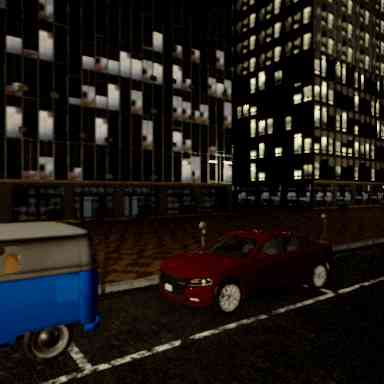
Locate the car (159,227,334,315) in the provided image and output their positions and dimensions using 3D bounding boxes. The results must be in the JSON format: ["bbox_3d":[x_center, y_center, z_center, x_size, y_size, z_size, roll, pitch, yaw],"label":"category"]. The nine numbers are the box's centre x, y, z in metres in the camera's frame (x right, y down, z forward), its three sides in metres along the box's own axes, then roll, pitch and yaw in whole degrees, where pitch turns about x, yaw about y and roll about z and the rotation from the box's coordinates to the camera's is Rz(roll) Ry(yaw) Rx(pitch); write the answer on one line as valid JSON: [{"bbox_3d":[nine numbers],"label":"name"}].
[{"bbox_3d":[1.392,1.543,7.553,4.507,1.381,1.887,0,0,-36],"label":"car"}]

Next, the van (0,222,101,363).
[{"bbox_3d":[-3.223,1.341,4.262,3.998,1.788,1.690,0,0,-35],"label":"van"}]
